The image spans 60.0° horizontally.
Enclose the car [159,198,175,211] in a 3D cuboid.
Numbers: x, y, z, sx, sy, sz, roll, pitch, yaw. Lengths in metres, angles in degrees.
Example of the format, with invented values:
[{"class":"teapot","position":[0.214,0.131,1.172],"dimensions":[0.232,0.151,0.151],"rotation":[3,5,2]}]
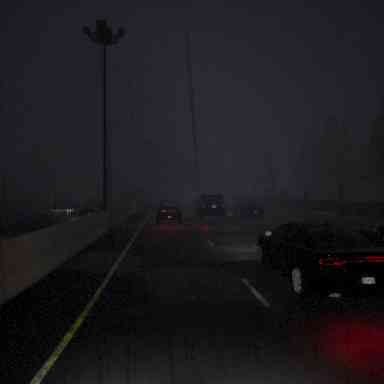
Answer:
[{"class":"car","position":[-3.239,1.570,42.806],"dimensions":[2.033,1.411,5.357],"rotation":[0,0,-5]}]

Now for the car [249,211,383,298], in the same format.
[{"class":"car","position":[3.081,1.472,8.561],"dimensions":[1.882,1.535,5.008],"rotation":[0,0,-4]}]

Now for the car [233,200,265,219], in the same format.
[{"class":"car","position":[4.932,1.473,29.290],"dimensions":[1.882,1.535,5.008],"rotation":[0,0,-5]}]

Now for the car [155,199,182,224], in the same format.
[{"class":"car","position":[-1.746,1.505,25.161],"dimensions":[2.128,1.511,4.902],"rotation":[0,0,-5]}]

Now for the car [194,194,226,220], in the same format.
[{"class":"car","position":[1.487,1.227,28.499],"dimensions":[2.150,2.045,5.566],"rotation":[0,0,-5]}]
